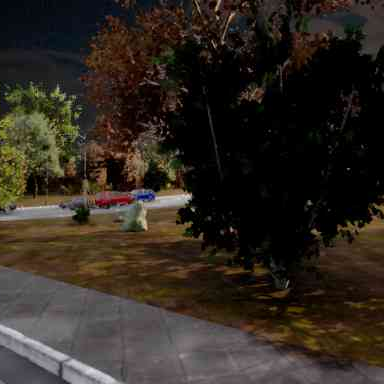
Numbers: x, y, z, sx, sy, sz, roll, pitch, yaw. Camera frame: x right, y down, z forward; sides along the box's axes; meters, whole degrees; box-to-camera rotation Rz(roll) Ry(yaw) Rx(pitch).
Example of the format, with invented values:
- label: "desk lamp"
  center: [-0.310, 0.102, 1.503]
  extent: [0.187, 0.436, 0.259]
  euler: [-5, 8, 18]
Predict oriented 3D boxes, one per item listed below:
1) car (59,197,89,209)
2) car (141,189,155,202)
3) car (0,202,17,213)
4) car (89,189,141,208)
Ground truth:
- label: "car"
  center: [-14.742, 1.385, 42.386]
  extent: [1.994, 1.385, 4.181]
  euler: [0, 2, 38]
- label: "car"
  center: [-8.092, 0.627, 50.555]
  extent: [2.150, 2.045, 5.566]
  euler: [0, 3, 40]
- label: "car"
  center: [-21.005, 1.533, 34.658]
  extent: [2.128, 1.511, 4.902]
  euler: [0, 1, 39]
- label: "car"
  center: [-9.769, 0.921, 42.608]
  extent: [2.150, 2.045, 5.566]
  euler: [0, 2, 40]
